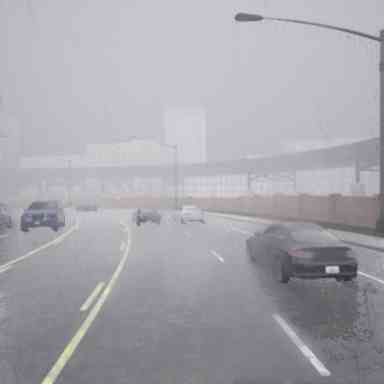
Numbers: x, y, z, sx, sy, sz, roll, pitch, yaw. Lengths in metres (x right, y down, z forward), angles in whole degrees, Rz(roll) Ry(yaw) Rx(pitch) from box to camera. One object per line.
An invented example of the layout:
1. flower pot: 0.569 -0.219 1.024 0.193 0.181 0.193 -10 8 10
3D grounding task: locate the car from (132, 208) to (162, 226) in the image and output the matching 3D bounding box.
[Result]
1. car: -3.791 1.953 27.125 1.895 1.301 4.718 0 -1 -16

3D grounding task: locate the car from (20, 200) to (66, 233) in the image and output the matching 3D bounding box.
1. car: -10.139 1.576 23.043 2.150 2.045 5.566 0 -1 -14

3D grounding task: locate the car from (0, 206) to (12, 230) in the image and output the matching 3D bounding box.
1. car: -13.703 1.910 22.748 1.812 1.442 4.674 0 -1 -15

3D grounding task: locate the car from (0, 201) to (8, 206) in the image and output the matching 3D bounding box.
1. car: -33.749 2.416 56.996 5.566 2.045 2.150 -1 -1 32

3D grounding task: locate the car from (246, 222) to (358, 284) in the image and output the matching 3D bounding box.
1. car: 2.932 1.597 9.704 1.812 1.442 4.674 0 -1 -5

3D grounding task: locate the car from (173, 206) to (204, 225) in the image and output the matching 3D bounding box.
1. car: -0.316 1.851 27.484 1.812 1.442 4.674 0 -1 -15

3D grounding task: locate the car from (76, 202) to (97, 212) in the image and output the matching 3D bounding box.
1. car: -16.248 2.299 51.325 2.163 1.488 4.792 -1 -1 -39
